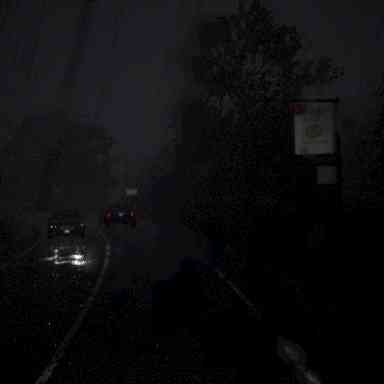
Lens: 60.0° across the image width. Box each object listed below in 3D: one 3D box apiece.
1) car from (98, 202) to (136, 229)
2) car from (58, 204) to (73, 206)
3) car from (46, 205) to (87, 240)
[{"bbox_3d":[-5.553,1.578,24.084,2.097,1.767,4.553,-2,0,-23],"label":"car"},{"bbox_3d":[-15.147,2.129,39.600,1.882,1.535,5.008,-4,1,-39],"label":"car"},{"bbox_3d":[-7.108,1.755,18.929,2.128,1.511,4.902,-2,-1,-21],"label":"car"}]
